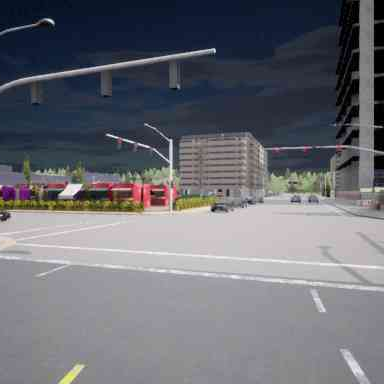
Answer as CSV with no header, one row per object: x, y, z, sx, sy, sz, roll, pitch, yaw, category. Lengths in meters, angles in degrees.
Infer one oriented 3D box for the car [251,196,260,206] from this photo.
9.793,1.601,56.461,1.895,1.301,4.718,0,0,19,car

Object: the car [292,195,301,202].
24.686,1.540,78.503,2.033,1.411,5.357,0,0,19,car

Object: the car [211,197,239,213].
3.648,1.547,38.298,2.033,1.411,5.357,0,0,19,car

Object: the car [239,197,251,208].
6.769,1.505,47.527,1.837,1.490,4.892,0,0,18,car

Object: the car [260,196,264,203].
13.046,1.491,65.949,2.128,1.511,4.902,0,0,19,car

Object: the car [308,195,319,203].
24.808,1.541,67.844,2.033,1.411,5.357,0,0,19,car

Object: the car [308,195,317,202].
28.108,1.524,77.696,1.812,1.442,4.674,0,0,19,car

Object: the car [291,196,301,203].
21.599,1.555,69.282,1.994,1.385,4.181,0,0,19,car

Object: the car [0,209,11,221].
-16.445,1.619,26.162,4.181,1.385,1.994,0,0,19,car
